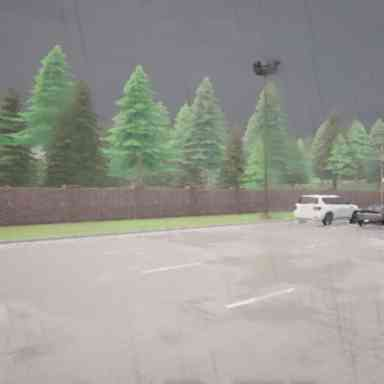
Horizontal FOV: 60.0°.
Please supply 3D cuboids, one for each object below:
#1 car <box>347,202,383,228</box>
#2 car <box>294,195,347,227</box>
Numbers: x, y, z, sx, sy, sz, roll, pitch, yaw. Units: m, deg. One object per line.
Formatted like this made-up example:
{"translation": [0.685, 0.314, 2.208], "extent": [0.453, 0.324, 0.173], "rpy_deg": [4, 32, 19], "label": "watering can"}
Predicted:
{"translation": [12.327, 1.510, 21.129], "extent": [4.902, 1.511, 2.128], "rpy_deg": [0, 0, -35], "label": "car"}
{"translation": [9.572, 1.239, 23.463], "extent": [5.566, 2.045, 2.150], "rpy_deg": [0, 0, -35], "label": "car"}
